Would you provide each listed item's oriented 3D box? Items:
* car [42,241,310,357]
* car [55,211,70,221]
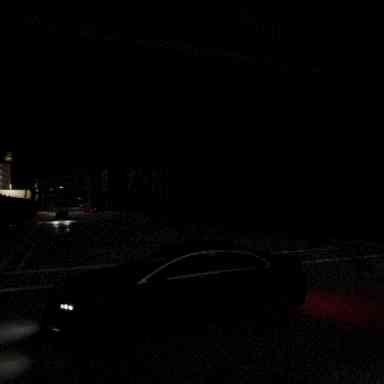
[{"bbox_3d":[-0.149,1.733,6.304,4.902,1.511,2.128,0,-2,-21],"label":"car"},{"bbox_3d":[-19.421,3.546,49.862,1.812,1.442,4.674,0,-2,-22],"label":"car"}]
